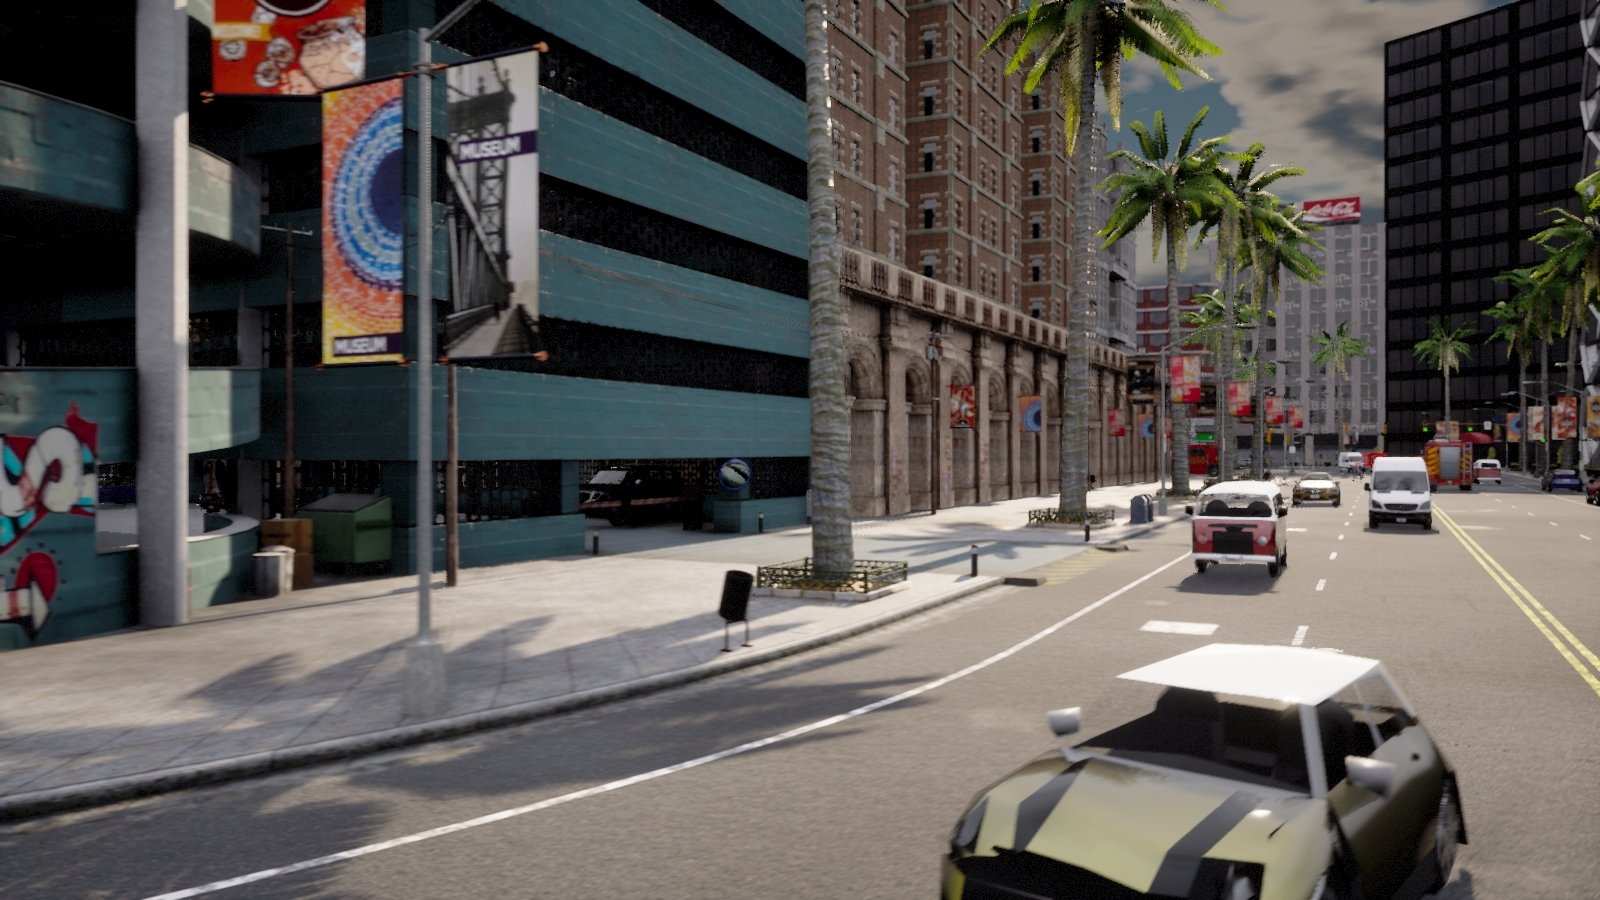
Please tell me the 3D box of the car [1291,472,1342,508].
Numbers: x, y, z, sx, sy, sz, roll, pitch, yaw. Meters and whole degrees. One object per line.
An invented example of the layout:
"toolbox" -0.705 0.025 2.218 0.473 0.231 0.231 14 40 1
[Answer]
"car" 26.597 2.002 58.727 2.152 1.651 5.027 0 0 27

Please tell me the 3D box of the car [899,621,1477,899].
"car" 2.506 2.066 6.779 1.970 1.475 3.806 0 0 41

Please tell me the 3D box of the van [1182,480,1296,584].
"van" 10.246 1.787 26.472 2.069 2.038 4.480 0 0 26

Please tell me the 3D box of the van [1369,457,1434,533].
"van" 22.069 1.541 42.061 1.988 2.561 5.915 0 0 27
